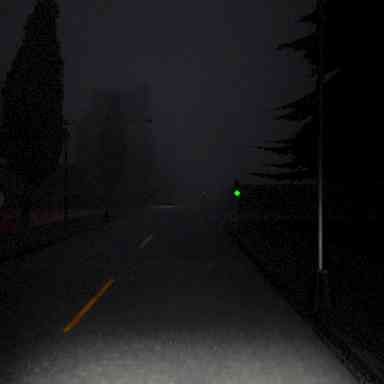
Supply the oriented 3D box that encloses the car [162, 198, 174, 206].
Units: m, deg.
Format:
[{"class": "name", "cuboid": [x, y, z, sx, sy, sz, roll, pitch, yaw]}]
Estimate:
[{"class": "car", "cuboid": [-4.129, 1.677, 57.982, 2.033, 1.411, 5.357, 0, 0, 1]}]
